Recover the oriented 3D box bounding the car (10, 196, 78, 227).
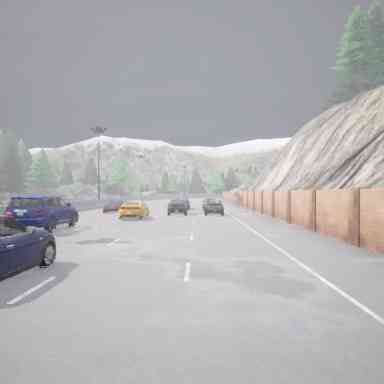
[{"bbox_3d":[-8.608,1.221,19.504,2.150,2.045,5.566,0,0,1],"label":"car"}]

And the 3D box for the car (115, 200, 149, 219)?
[{"bbox_3d":[-4.953,1.477,28.839,1.882,1.535,5.008,0,0,1],"label":"car"}]

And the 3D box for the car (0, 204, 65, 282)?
[{"bbox_3d":[-5.290,1.351,8.500,2.097,1.767,4.553,0,0,1],"label":"car"}]

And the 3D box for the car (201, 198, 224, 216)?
[{"bbox_3d":[2.113,1.491,32.831,2.128,1.511,4.902,0,0,1],"label":"car"}]

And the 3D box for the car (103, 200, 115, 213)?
[{"bbox_3d":[-8.327,1.563,36.468,1.994,1.385,4.181,0,0,1],"label":"car"}]

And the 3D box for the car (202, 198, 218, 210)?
[{"bbox_3d":[2.283,1.526,43.278,1.812,1.442,4.674,0,0,1],"label":"car"}]

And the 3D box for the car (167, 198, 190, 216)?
[{"bbox_3d":[-1.385,1.505,33.006,1.837,1.490,4.892,0,0,1],"label":"car"}]
